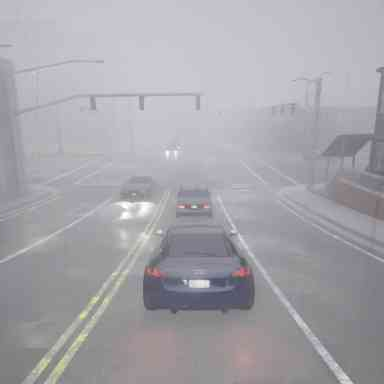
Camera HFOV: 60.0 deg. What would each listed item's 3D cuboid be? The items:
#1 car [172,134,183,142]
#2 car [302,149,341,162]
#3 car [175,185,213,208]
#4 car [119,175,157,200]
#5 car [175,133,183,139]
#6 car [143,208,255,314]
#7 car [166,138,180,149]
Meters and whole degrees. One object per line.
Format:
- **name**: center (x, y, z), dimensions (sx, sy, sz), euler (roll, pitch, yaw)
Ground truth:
- **car**: center (-3.453, -10.491, 68.418), dimensions (2.128, 1.511, 4.902), euler (0, 12, 0)
- **car**: center (16.146, -4.552, 41.361), dimensions (4.674, 1.442, 1.812), euler (0, 12, 0)
- **car**: center (0.105, 0.361, 17.282), dimensions (2.033, 1.411, 5.357), euler (0, 8, 0)
- **car**: center (-3.496, -0.395, 22.178), dimensions (1.994, 1.385, 4.181), euler (0, 10, 1)
- **car**: center (-3.440, -14.794, 88.007), dimensions (1.812, 1.442, 4.674), euler (0, 12, 0)
- **car**: center (0.108, 1.346, 7.396), dimensions (1.994, 1.385, 4.181), euler (0, 3, 0)
- **car**: center (-3.532, -8.296, 58.771), dimensions (1.895, 1.301, 4.718), euler (0, 12, -2)
